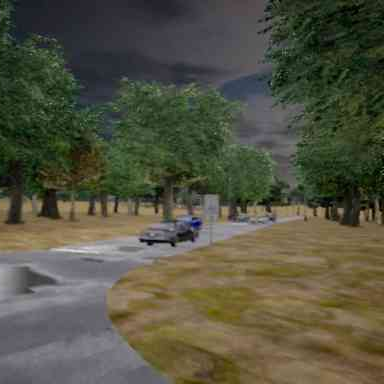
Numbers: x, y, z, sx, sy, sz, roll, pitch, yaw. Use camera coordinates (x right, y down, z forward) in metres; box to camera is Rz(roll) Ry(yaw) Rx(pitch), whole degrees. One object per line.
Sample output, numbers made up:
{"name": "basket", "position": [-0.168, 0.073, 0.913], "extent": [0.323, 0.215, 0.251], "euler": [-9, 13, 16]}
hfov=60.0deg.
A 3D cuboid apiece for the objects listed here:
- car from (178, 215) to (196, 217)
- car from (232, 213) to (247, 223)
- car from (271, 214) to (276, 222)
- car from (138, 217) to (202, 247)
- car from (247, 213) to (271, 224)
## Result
{"name": "car", "position": [-0.581, 2.865, 30.485], "extent": [1.882, 1.535, 5.008], "euler": [0, -3, 21]}
{"name": "car", "position": [7.633, 4.053, 51.464], "extent": [1.837, 1.490, 4.892], "euler": [0, -4, 22]}
{"name": "car", "position": [13.578, 4.524, 58.426], "extent": [1.837, 1.490, 4.892], "euler": [0, -3, 21]}
{"name": "car", "position": [-1.248, 2.457, 20.193], "extent": [2.033, 1.411, 5.357], "euler": [0, -3, 21]}
{"name": "car", "position": [9.989, 4.059, 49.070], "extent": [1.895, 1.301, 4.718], "euler": [0, -3, 22]}
